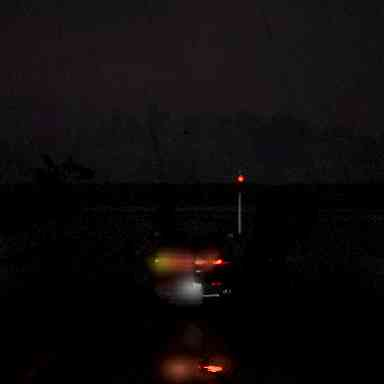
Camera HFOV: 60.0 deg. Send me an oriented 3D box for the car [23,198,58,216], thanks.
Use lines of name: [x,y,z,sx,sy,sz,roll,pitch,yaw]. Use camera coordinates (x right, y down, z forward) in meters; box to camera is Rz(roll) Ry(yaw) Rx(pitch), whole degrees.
car: [-15.201,1.331,31.559,4.553,1.767,2.097,0,0,1]

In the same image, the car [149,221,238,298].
car: [0.053,1.499,8.512,1.837,1.490,4.892,0,0,1]
